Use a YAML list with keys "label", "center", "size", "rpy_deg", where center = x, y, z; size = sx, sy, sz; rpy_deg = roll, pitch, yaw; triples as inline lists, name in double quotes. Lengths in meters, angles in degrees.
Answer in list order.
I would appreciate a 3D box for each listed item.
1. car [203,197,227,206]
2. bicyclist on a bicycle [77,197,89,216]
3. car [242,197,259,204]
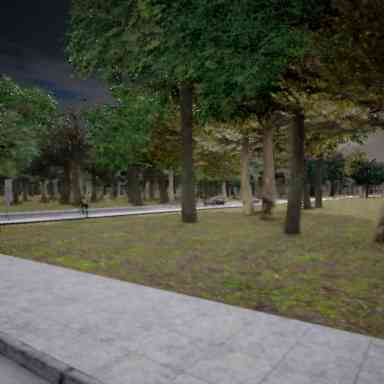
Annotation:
- label: "car"
  center: [3.675, 1.462, 51.848]
  size: [2.128, 1.511, 4.902]
  rpy_deg: [0, 0, 35]
- label: "bicyclist on a bicycle"
  center: [-9.409, 1.291, 28.555]
  size: [1.656, 1.620, 0.582]
  rpy_deg: [0, 0, 36]
- label: "car"
  center: [10.904, 1.533, 61.968]
  size: [1.994, 1.385, 4.181]
  rpy_deg: [0, 0, 36]
